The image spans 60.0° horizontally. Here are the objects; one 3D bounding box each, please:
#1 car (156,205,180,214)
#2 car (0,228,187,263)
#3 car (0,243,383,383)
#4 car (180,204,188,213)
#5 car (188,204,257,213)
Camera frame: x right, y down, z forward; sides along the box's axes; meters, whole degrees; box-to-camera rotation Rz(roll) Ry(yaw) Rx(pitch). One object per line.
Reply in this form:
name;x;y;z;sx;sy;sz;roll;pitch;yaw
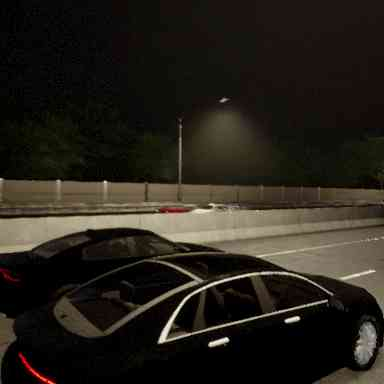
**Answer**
car;-0.801;1.754;29.235;4.718;1.301;1.895;1;0;-36
car;-1.351;1.506;7.085;5.008;1.535;1.882;1;0;-36
car;0.487;1.530;4.096;4.892;1.490;1.837;1;0;-36
car;1.719;1.684;26.733;4.674;1.442;1.812;1;0;-36
car;2.493;1.634;22.984;4.902;1.511;2.128;0;0;-36
